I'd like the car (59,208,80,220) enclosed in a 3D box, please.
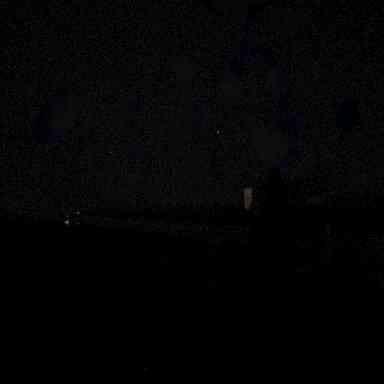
[{"bbox_3d":[-18.504,3.160,50.090,2.097,1.767,4.553,-3,0,-35],"label":"car"}]
